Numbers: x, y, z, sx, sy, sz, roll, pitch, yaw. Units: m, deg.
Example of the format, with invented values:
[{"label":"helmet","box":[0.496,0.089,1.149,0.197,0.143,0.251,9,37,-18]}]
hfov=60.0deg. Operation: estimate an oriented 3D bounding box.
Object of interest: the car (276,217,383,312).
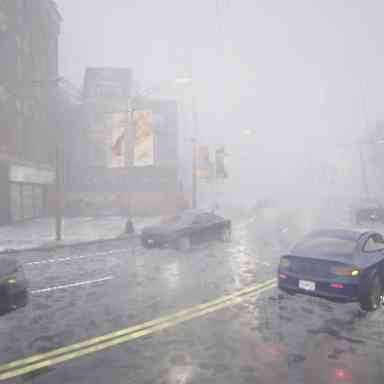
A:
[{"label":"car","box":[3.669,1.546,7.819,1.812,1.442,4.674,0,0,42]}]

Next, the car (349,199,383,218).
[{"label":"car","box":[13.154,1.523,25.086,1.882,1.535,5.008,0,0,18]}]

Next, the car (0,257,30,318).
[{"label":"car","box":[-4.977,1.596,4.896,4.674,1.442,1.812,0,0,-37]}]

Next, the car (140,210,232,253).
[{"label":"car","box":[-0.084,1.564,14.437,1.882,1.535,5.008,0,0,36]}]

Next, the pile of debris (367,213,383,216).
[{"label":"pile of debris","box":[18.584,2.225,33.145,1.500,0.140,1.860,0,0,7]}]

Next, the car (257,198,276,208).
[{"label":"car","box":[11.296,1.715,50.899,1.837,1.490,4.892,0,-1,-4]}]
